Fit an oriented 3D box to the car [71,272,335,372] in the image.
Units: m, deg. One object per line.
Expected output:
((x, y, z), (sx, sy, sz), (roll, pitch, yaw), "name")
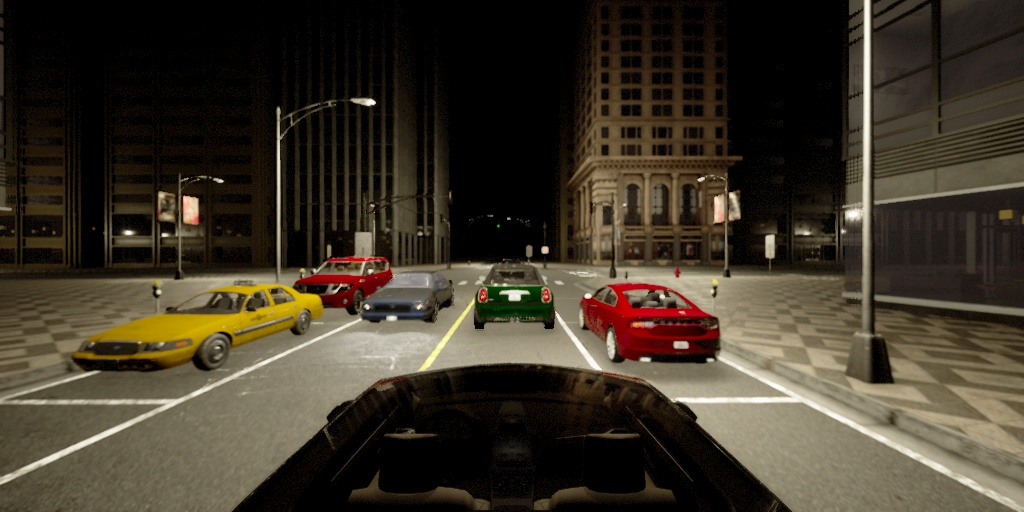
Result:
((-5.895, 1.224, 7.621), (1.751, 1.417, 4.829), (0, 0, 0), "car")

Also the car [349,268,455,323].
((-3.105, 1.210, 11.931), (2.033, 1.411, 5.357), (0, 0, 0), "car")

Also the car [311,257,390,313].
((-5.934, 0.967, 13.250), (2.192, 1.841, 5.009), (0, 0, 0), "car")

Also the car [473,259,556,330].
((0.039, 1.021, 10.953), (2.097, 1.767, 4.553), (0, 0, -1), "car")

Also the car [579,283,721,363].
((2.629, 1.239, 7.848), (1.888, 1.381, 4.507), (0, 0, 0), "car")
